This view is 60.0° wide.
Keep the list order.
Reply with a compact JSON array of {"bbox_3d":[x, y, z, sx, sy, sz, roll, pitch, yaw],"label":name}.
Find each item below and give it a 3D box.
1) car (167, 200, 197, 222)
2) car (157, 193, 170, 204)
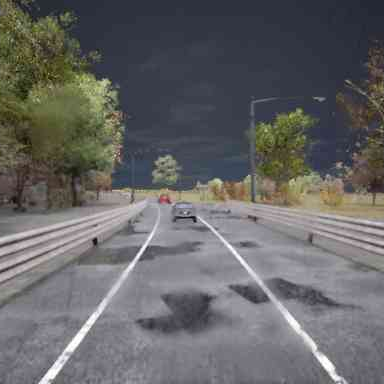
[{"bbox_3d":[-0.703,1.575,26.669,2.033,1.411,5.357,0,0,-5],"label":"car"},{"bbox_3d":[-5.594,1.287,65.377,2.150,2.045,5.566,0,0,-11],"label":"car"}]
